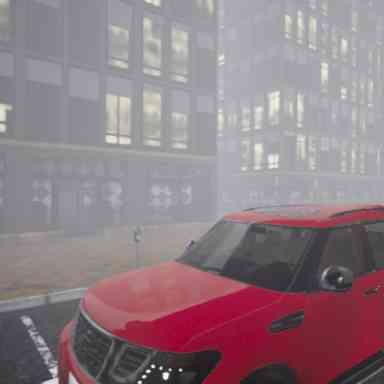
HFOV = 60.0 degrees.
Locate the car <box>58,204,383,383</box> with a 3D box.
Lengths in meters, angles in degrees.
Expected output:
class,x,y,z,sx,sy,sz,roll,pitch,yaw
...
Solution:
class,x,y,z,sx,sy,sz,roll,pitch,yaw
car,1.302,1.222,4.298,5.566,2.045,2.150,0,0,-36
